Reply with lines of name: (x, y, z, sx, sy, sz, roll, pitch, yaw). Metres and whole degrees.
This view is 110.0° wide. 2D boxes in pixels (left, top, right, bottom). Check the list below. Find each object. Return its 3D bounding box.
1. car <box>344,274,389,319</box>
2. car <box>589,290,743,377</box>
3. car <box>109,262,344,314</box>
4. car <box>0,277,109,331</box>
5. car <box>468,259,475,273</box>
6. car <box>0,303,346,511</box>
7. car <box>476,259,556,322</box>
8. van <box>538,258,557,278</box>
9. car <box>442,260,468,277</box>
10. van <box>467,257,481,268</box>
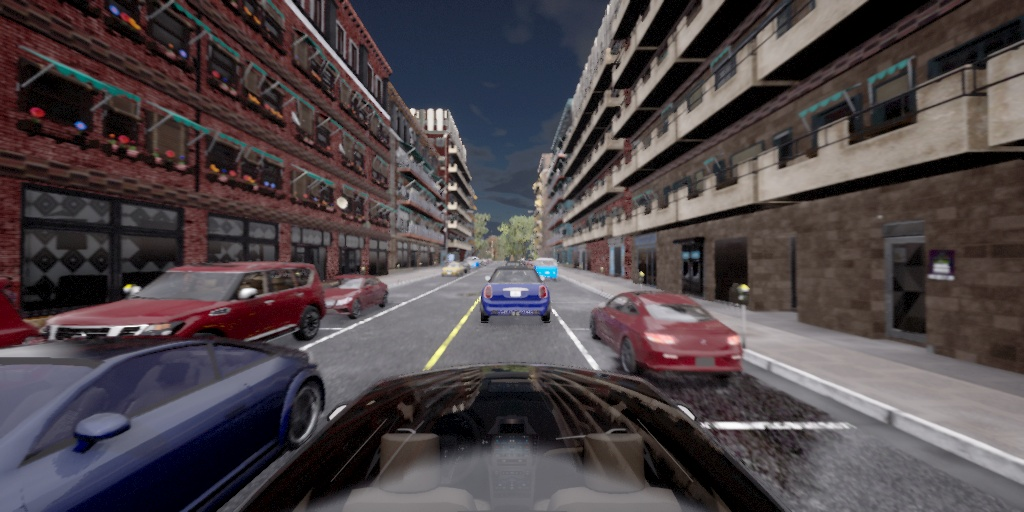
car: (-5.687, 1.320, 12.695, 1.802, 1.307, 4.207, 0, 0, 0)
car: (2.692, 1.326, 7.083, 1.802, 1.307, 4.207, 0, 0, 0)
car: (-5.688, 1.059, 7.124, 2.192, 1.841, 5.009, 0, 0, 0)
car: (-5.689, 1.065, 1.552, 2.192, 1.841, 5.009, 0, 0, 0)
car: (-5.683, 1.273, 40.550, 1.948, 1.339, 4.313, 0, 0, 0)
car: (-3.094, 1.313, 2.354, 1.994, 1.385, 4.181, 0, 0, 0)
car: (0.103, 1.090, 12.340, 2.097, 1.767, 4.553, 0, 0, 0)
van: (2.699, 1.060, 29.367, 1.690, 1.789, 3.998, 0, 0, 0)
car: (-5.684, 1.239, 34.809, 1.751, 1.417, 4.829, 0, 0, 0)
van: (-5.682, 1.037, 51.693, 1.690, 1.789, 3.998, 0, 0, 0)
